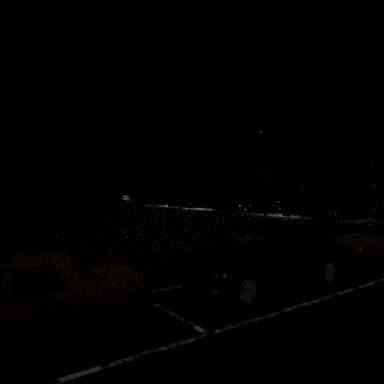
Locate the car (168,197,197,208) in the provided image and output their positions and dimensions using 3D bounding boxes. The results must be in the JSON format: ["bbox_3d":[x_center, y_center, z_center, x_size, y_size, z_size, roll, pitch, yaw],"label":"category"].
[{"bbox_3d":[-1.223,1.283,41.698,1.994,1.385,4.181,1,0,-34],"label":"car"}]

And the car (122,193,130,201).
[{"bbox_3d":[-13.887,1.013,65.450,2.128,1.511,4.902,1,0,-35],"label":"car"}]

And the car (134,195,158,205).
[{"bbox_3d":[-6.879,1.232,49.865,1.895,1.301,4.718,1,0,-34],"label":"car"}]

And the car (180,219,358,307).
[{"bbox_3d":[1.818,1.554,8.013,4.507,1.381,1.887,0,1,-35],"label":"car"}]

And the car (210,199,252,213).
[{"bbox_3d":[3.956,1.399,34.243,1.895,1.301,4.718,1,0,-35],"label":"car"}]

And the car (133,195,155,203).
[{"bbox_3d":[-8.315,1.206,57.452,1.895,1.301,4.718,1,0,-35],"label":"car"}]

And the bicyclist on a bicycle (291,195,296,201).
[{"bbox_3d":[10.793,1.195,35.344,1.656,1.620,0.582,0,0,-35],"label":"bicyclist on a bicycle"}]

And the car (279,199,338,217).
[{"bbox_3d":[9.251,1.369,26.637,2.128,1.511,4.902,1,0,-35],"label":"car"}]

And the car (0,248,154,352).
[{"bbox_3d":[-2.917,1.528,4.674,4.829,1.417,1.752,0,1,-35],"label":"car"}]

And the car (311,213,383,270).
[{"bbox_3d":[6.276,1.541,11.157,4.829,1.417,1.752,0,1,-35],"label":"car"}]
